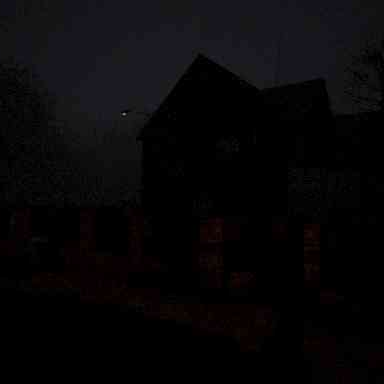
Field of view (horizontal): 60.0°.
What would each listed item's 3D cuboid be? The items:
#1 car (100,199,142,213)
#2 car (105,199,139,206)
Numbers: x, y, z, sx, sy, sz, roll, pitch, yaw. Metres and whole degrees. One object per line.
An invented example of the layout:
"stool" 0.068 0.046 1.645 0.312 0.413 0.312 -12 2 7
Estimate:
"car" -8.378 1.613 39.743 1.837 1.490 4.892 0 -1 35
"car" -7.789 1.693 34.959 1.895 1.301 4.718 0 0 35
